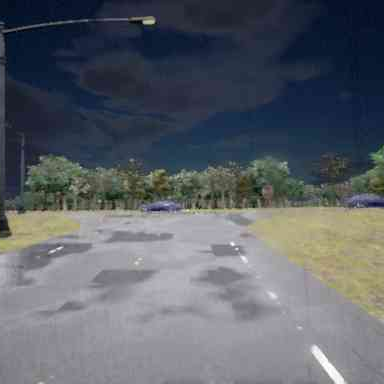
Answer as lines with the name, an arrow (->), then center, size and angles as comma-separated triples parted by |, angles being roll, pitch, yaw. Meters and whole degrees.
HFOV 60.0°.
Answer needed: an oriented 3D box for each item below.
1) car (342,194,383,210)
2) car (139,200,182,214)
car -> 16.057, 0.885, 30.086 | 4.674, 1.442, 1.812 | -1, -3, -1
car -> -3.497, 1.660, 36.757 | 4.674, 1.442, 1.812 | 0, -2, 0
